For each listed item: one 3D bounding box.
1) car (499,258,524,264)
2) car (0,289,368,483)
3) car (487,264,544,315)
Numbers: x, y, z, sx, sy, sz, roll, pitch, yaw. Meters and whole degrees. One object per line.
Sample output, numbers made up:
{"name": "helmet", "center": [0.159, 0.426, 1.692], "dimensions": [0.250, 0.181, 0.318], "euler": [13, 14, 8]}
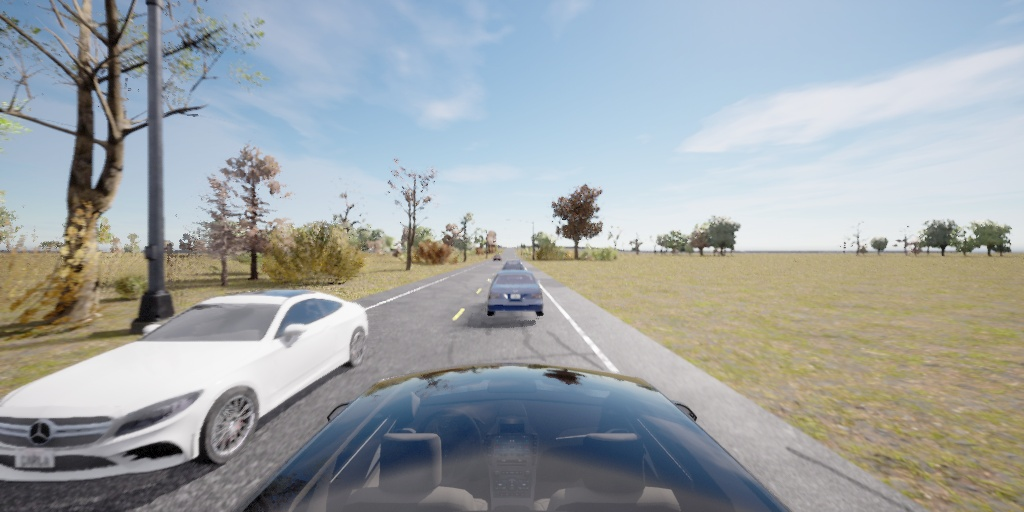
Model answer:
{"name": "car", "center": [0.102, 1.070, 30.887], "dimensions": [1.994, 1.385, 4.181], "euler": [0, 0, 0]}
{"name": "car", "center": [-3.600, 1.249, 5.031], "dimensions": [1.812, 1.442, 4.674], "euler": [0, 0, 0]}
{"name": "car", "center": [0.103, 1.205, 12.994], "dimensions": [2.033, 1.411, 5.357], "euler": [0, 0, 0]}
